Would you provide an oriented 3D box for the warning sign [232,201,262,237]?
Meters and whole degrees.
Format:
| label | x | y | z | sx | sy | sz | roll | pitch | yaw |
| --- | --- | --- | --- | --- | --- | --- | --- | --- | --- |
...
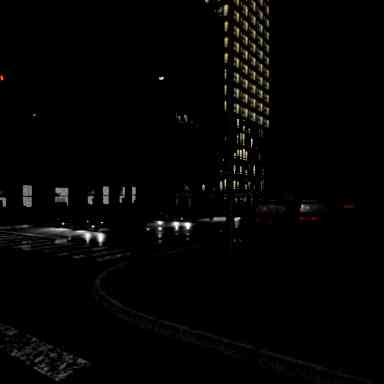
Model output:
| label | x | y | z | sx | sy | sz | roll | pitch | yaw |
| --- | --- | --- | --- | --- | --- | --- | --- | --- | --- |
| warning sign | 3.091 | 1.454 | 18.556 | 1.300 | 1.860 | 1.060 | 1 | 1 | 33 |

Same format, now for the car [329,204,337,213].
| label | x | y | z | sx | sy | sz | roll | pitch | yaw |
| --- | --- | --- | --- | --- | --- | --- | --- | --- | --- |
| car | 21.780 | 2.597 | 53.014 | 1.994 | 1.385 | 4.181 | 0 | -1 | 33 |

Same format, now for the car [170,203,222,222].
| label | x | y | z | sx | sy | sz | roll | pitch | yaw |
| --- | --- | --- | --- | --- | --- | --- | --- | --- | --- |
| car | 0.520 | 2.055 | 32.086 | 2.033 | 1.411 | 5.357 | 0 | -1 | 33 |

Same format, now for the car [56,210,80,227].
| label | x | y | z | sx | sy | sz | roll | pitch | yaw |
| --- | --- | --- | --- | --- | --- | --- | --- | --- | --- |
| car | -7.573 | 1.873 | 25.485 | 2.033 | 1.411 | 5.357 | 0 | -1 | 33 |

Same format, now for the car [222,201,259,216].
| label | x | y | z | sx | sy | sz | roll | pitch | yaw |
| --- | --- | --- | --- | --- | --- | --- | --- | --- | --- |
| car | 6.002 | 2.180 | 40.617 | 2.128 | 1.511 | 4.902 | 0 | -1 | 33 |

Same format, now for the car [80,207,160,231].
| label | x | y | z | sx | sy | sz | roll | pitch | yaw |
| --- | --- | --- | --- | --- | --- | --- | --- | --- | --- |
| car | -4.917 | 1.874 | 23.608 | 2.033 | 1.411 | 5.357 | 0 | -1 | 33 |

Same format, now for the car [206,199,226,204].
| label | x | y | z | sx | sy | sz | roll | pitch | yaw |
| --- | --- | --- | --- | --- | --- | --- | --- | --- | --- |
| car | 3.143 | 1.903 | 42.185 | 2.150 | 2.045 | 5.566 | 0 | -1 | 32 |

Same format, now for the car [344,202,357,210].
| label | x | y | z | sx | sy | sz | roll | pitch | yaw |
| --- | --- | --- | --- | --- | --- | --- | --- | --- | --- |
| car | 31.329 | 2.789 | 65.799 | 1.882 | 1.535 | 5.008 | 0 | -1 | 33 |

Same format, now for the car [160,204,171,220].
| label | x | y | z | sx | sy | sz | roll | pitch | yaw |
| --- | --- | --- | --- | --- | --- | --- | --- | --- | --- |
| car | -2.390 | 2.003 | 33.564 | 1.837 | 1.490 | 4.892 | 0 | -1 | 33 |

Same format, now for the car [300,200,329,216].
| label | x | y | z | sx | sy | sz | roll | pitch | yaw |
| --- | --- | --- | --- | --- | --- | --- | --- | --- | --- |
| car | 16.056 | 2.066 | 44.025 | 2.150 | 2.045 | 5.566 | 0 | -1 | 35 |

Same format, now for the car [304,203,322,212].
| label | x | y | z | sx | sy | sz | roll | pitch | yaw |
| --- | --- | --- | --- | --- | --- | --- | --- | --- | --- |
| car | 20.974 | 2.652 | 57.602 | 1.994 | 1.385 | 4.181 | 0 | -1 | 33 |

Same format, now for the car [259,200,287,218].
| label | x | y | z | sx | sy | sz | roll | pitch | yaw |
| --- | --- | --- | --- | --- | --- | --- | --- | --- | --- |
| car | 9.694 | 1.940 | 40.003 | 2.150 | 2.045 | 5.566 | 0 | -1 | 33 |
